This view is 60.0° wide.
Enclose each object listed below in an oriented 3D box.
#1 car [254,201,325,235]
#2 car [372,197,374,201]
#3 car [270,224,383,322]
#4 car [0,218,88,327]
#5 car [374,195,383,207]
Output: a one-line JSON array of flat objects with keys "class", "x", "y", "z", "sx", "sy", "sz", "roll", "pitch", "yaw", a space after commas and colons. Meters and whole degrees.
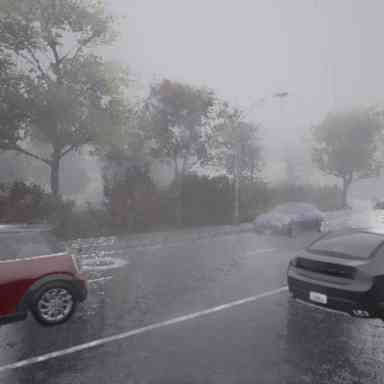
[{"class": "car", "x": 5.290, "y": 1.386, "z": 17.828, "sx": 4.553, "sy": 1.767, "sz": 2.097, "roll": 0, "pitch": 0, "yaw": -44}, {"class": "car", "x": 40.686, "y": 1.395, "z": 72.435, "sx": 1.812, "sy": 1.442, "sz": 4.674, "roll": 0, "pitch": 0, "yaw": 14}, {"class": "car", "x": 4.005, "y": 1.518, "z": 7.092, "sx": 4.892, "sy": 1.490, "sz": 1.837, "roll": 0, "pitch": 0, "yaw": -39}, {"class": "car", "x": -4.191, "y": 1.377, "z": 5.455, "sx": 4.553, "sy": 1.767, "sz": 2.097, "roll": 0, "pitch": 0, "yaw": -36}, {"class": "car", "x": 29.364, "y": 1.570, "z": 50.931, "sx": 1.812, "sy": 1.442, "sz": 4.674, "roll": 0, "pitch": 0, "yaw": 26}]
